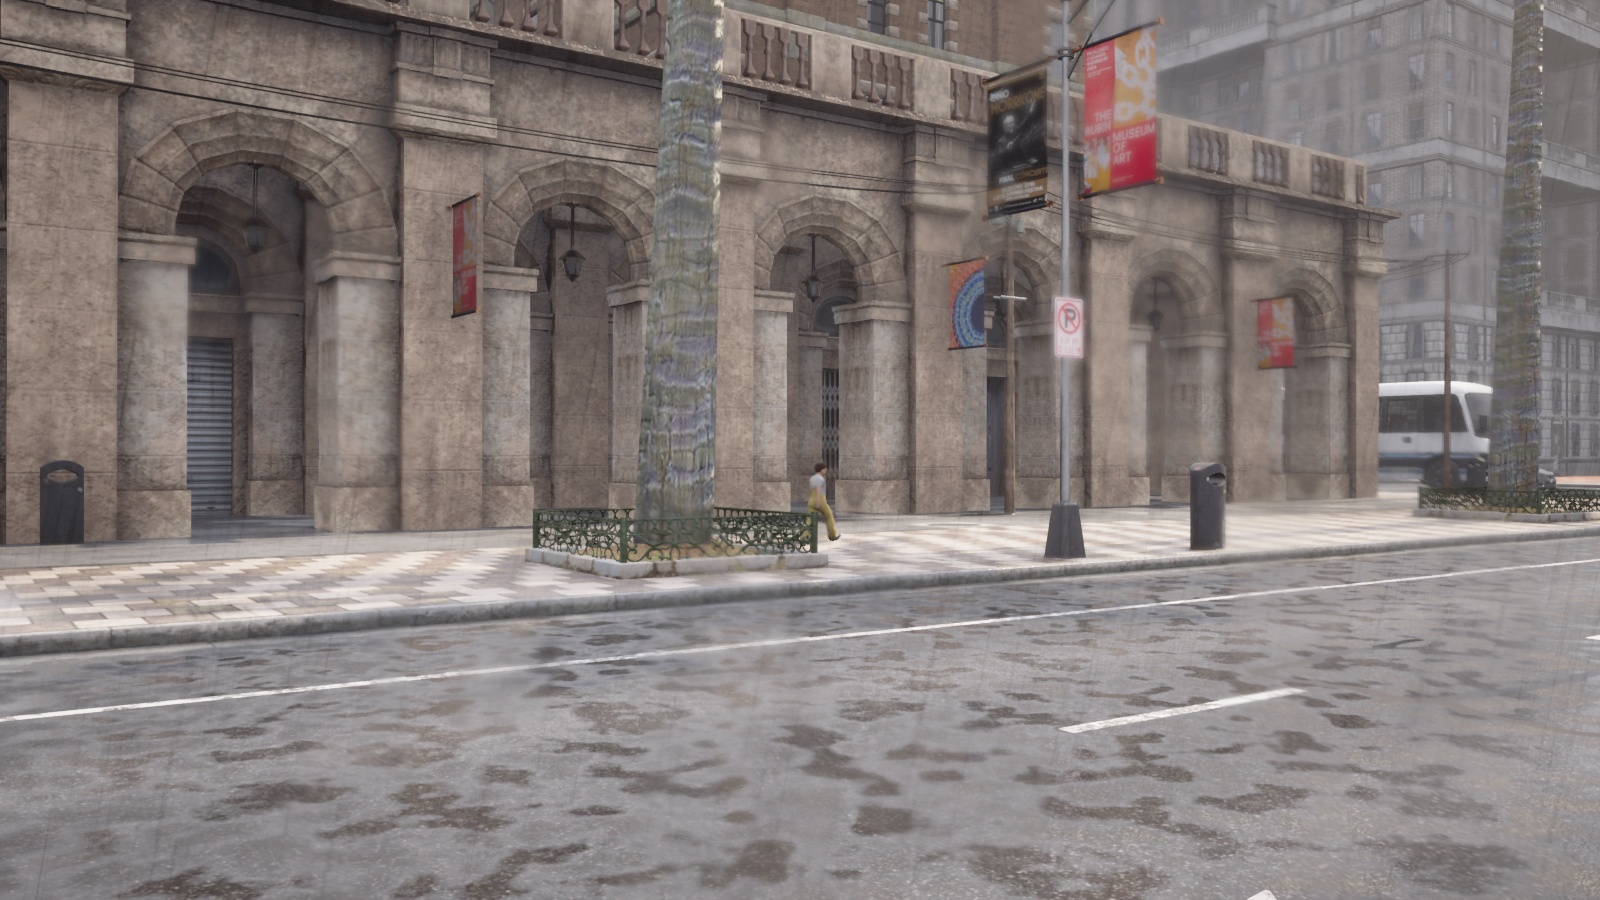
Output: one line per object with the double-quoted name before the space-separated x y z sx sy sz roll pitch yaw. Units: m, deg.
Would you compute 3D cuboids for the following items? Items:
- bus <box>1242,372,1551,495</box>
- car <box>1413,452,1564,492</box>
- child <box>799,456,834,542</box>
"bus" 22.863 -0.560 48.917 3.944 4.253 10.273 0 0 -35
"car" 26.913 0.813 49.256 1.837 1.490 4.892 0 0 -34
"child" 0.242 0.727 18.711 0.437 1.263 0.270 0 0 -35
